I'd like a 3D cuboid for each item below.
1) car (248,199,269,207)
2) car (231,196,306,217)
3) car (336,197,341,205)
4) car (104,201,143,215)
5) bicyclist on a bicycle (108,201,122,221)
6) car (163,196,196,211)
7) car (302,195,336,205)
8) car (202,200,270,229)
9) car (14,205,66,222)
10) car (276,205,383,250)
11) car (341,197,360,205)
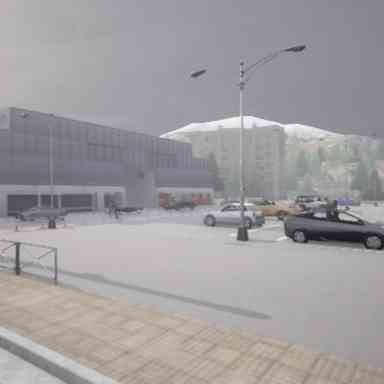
[{"bbox_3d":[11.884,1.903,59.078,1.895,1.301,4.718,0,0,35],"label":"car"},{"bbox_3d":[6.043,1.398,26.568,5.027,1.636,2.152,0,0,35],"label":"car"},{"bbox_3d":[14.796,1.344,39.608,4.605,1.855,1.932,0,0,35],"label":"car"},{"bbox_3d":[-7.734,1.812,37.843,2.128,1.511,4.902,0,0,35],"label":"car"},{"bbox_3d":[-6.244,1.583,27.025,1.656,1.620,0.582,-1,0,35],"label":"bicyclist on a bicycle"},{"bbox_3d":[-1.708,1.542,46.297,2.150,2.045,5.566,0,0,36],"label":"car"},{"bbox_3d":[13.450,1.322,37.001,3.866,1.878,1.905,0,0,35],"label":"car"},{"bbox_3d":[2.592,1.475,21.148,3.806,1.475,1.970,0,0,35],"label":"car"},{"bbox_3d":[-13.489,1.885,29.744,1.994,1.385,4.181,0,0,35],"label":"car"},{"bbox_3d":[6.219,1.505,14.081,4.514,1.523,2.007,0,0,35],"label":"car"},{"bbox_3d":[25.668,1.620,54.681,3.633,1.501,1.845,0,0,35],"label":"car"}]
